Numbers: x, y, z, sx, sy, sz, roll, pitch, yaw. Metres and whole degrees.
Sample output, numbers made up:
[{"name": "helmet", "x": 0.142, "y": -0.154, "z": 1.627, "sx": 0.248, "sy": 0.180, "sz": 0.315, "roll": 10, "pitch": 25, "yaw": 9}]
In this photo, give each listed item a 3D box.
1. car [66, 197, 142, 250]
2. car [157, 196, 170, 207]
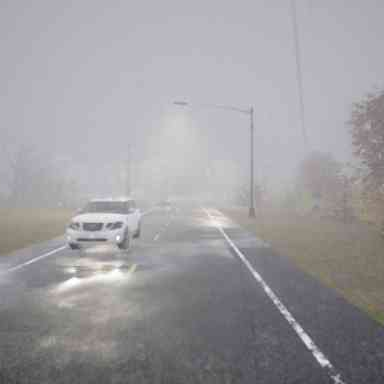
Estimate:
[{"name": "car", "x": -3.598, "y": 1.248, "z": 14.704, "sx": 2.150, "sy": 2.045, "sz": 5.566, "roll": 0, "pitch": 0, "yaw": 0}, {"name": "car", "x": -4.669, "y": 1.464, "z": 54.398, "sx": 2.097, "sy": 1.767, "sz": 4.553, "roll": 0, "pitch": 0, "yaw": -6}]
